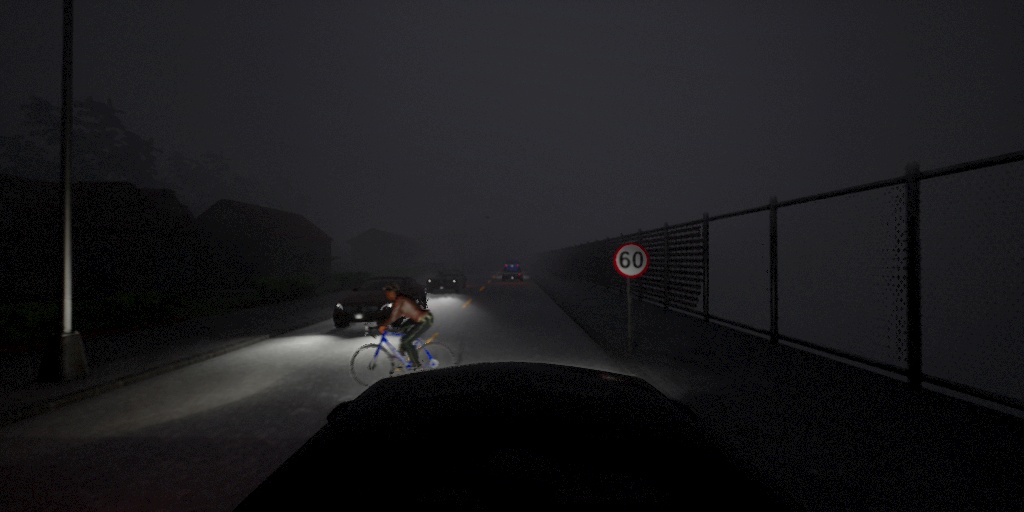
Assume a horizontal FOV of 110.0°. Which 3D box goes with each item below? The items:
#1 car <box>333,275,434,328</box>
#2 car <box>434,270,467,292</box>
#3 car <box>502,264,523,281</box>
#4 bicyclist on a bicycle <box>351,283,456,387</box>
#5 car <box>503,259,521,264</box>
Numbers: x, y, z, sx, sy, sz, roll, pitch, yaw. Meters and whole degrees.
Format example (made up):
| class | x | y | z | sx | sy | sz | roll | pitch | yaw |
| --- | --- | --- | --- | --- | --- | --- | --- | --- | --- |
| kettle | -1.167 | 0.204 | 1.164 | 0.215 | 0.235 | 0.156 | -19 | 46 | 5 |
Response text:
| class | x | y | z | sx | sy | sz | roll | pitch | yaw |
| --- | --- | --- | --- | --- | --- | --- | --- | --- | --- |
| car | -4.102 | 1.378 | 11.941 | 1.812 | 1.442 | 4.674 | 0 | -1 | 0 |
| car | -4.098 | 1.565 | 23.147 | 1.895 | 1.301 | 4.718 | 0 | -1 | 0 |
| car | 0.046 | 1.672 | 33.768 | 1.895 | 1.301 | 4.718 | 0 | -1 | 0 |
| bicyclist on a bicycle | -1.707 | 1.240 | 5.598 | 1.656 | 1.620 | 0.582 | -1 | -1 | 0 |
| car | 0.024 | 1.431 | 47.634 | 2.150 | 2.045 | 5.566 | 0 | -1 | 0 |
